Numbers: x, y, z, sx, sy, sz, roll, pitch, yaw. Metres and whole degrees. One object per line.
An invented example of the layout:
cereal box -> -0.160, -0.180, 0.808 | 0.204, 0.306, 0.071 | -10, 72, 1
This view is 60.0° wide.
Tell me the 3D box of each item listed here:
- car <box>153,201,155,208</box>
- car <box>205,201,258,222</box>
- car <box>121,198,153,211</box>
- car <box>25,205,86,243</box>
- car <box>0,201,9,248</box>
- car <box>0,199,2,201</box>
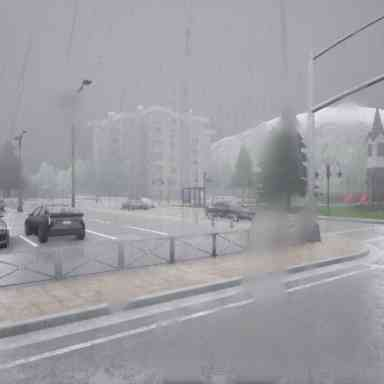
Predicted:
car -> -6.816, 1.526, 45.805 | 1.812, 1.442, 4.674 | 0, 0, -36
car -> 3.031, 1.504, 26.350 | 1.837, 1.490, 4.892 | 0, 0, -36
car -> -6.841, 1.564, 39.803 | 1.994, 1.385, 4.181 | 0, 0, -36
car -> -6.356, 1.340, 15.313 | 2.007, 1.523, 4.514 | 0, 0, -36
car -> -8.870, 1.331, 13.436 | 2.152, 1.636, 5.027 | 0, 0, -36
car -> -21.592, 1.374, 36.423 | 1.845, 1.501, 3.633 | 0, 0, -36
